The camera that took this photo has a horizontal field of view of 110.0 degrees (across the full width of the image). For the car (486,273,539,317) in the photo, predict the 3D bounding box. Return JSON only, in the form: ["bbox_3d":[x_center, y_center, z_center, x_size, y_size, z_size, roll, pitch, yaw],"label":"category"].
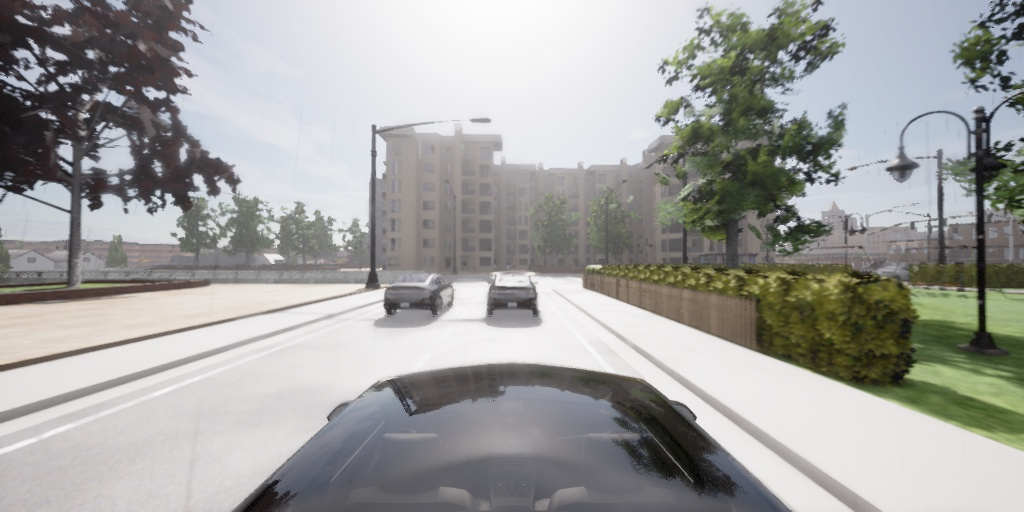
[{"bbox_3d":[0.040,1.412,14.091,2.128,1.511,4.902,0,-1,1],"label":"car"}]

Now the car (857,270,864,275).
[{"bbox_3d":[38.588,1.852,38.195,4.718,1.301,1.895,0,-1,1],"label":"car"}]

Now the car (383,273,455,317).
[{"bbox_3d":[-3.460,1.412,14.085,2.128,1.511,4.902,0,-1,1],"label":"car"}]

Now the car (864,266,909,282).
[{"bbox_3d":[37.551,1.729,34.664,4.674,1.442,1.812,0,-1,1],"label":"car"}]
